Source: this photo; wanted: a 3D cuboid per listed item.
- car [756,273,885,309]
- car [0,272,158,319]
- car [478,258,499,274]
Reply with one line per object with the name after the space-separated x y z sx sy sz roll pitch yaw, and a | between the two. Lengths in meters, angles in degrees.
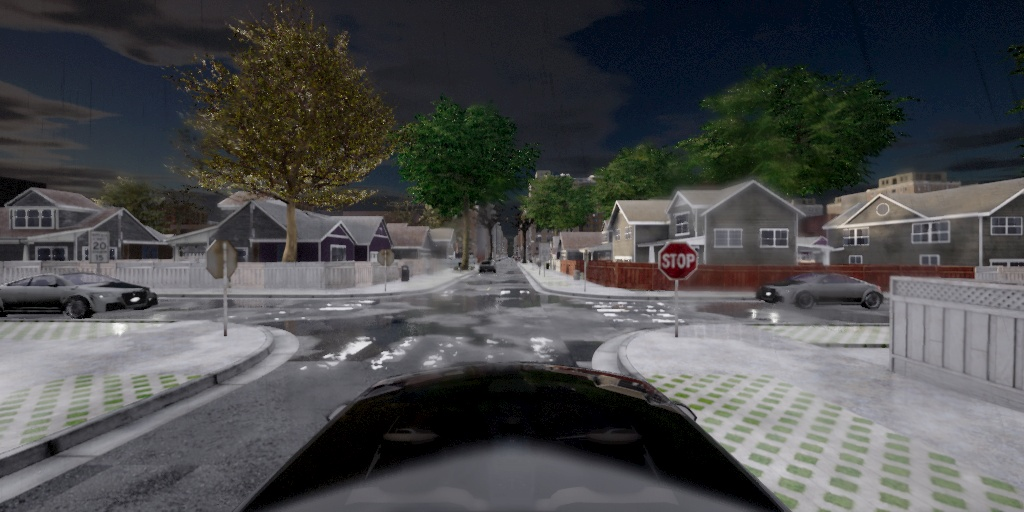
12.612 1.396 14.843 4.181 1.385 1.994 0 0 0 | car
-14.458 1.250 11.852 4.181 1.385 1.994 0 0 0 | car
-2.808 1.262 41.481 1.882 1.535 5.008 0 0 0 | car
